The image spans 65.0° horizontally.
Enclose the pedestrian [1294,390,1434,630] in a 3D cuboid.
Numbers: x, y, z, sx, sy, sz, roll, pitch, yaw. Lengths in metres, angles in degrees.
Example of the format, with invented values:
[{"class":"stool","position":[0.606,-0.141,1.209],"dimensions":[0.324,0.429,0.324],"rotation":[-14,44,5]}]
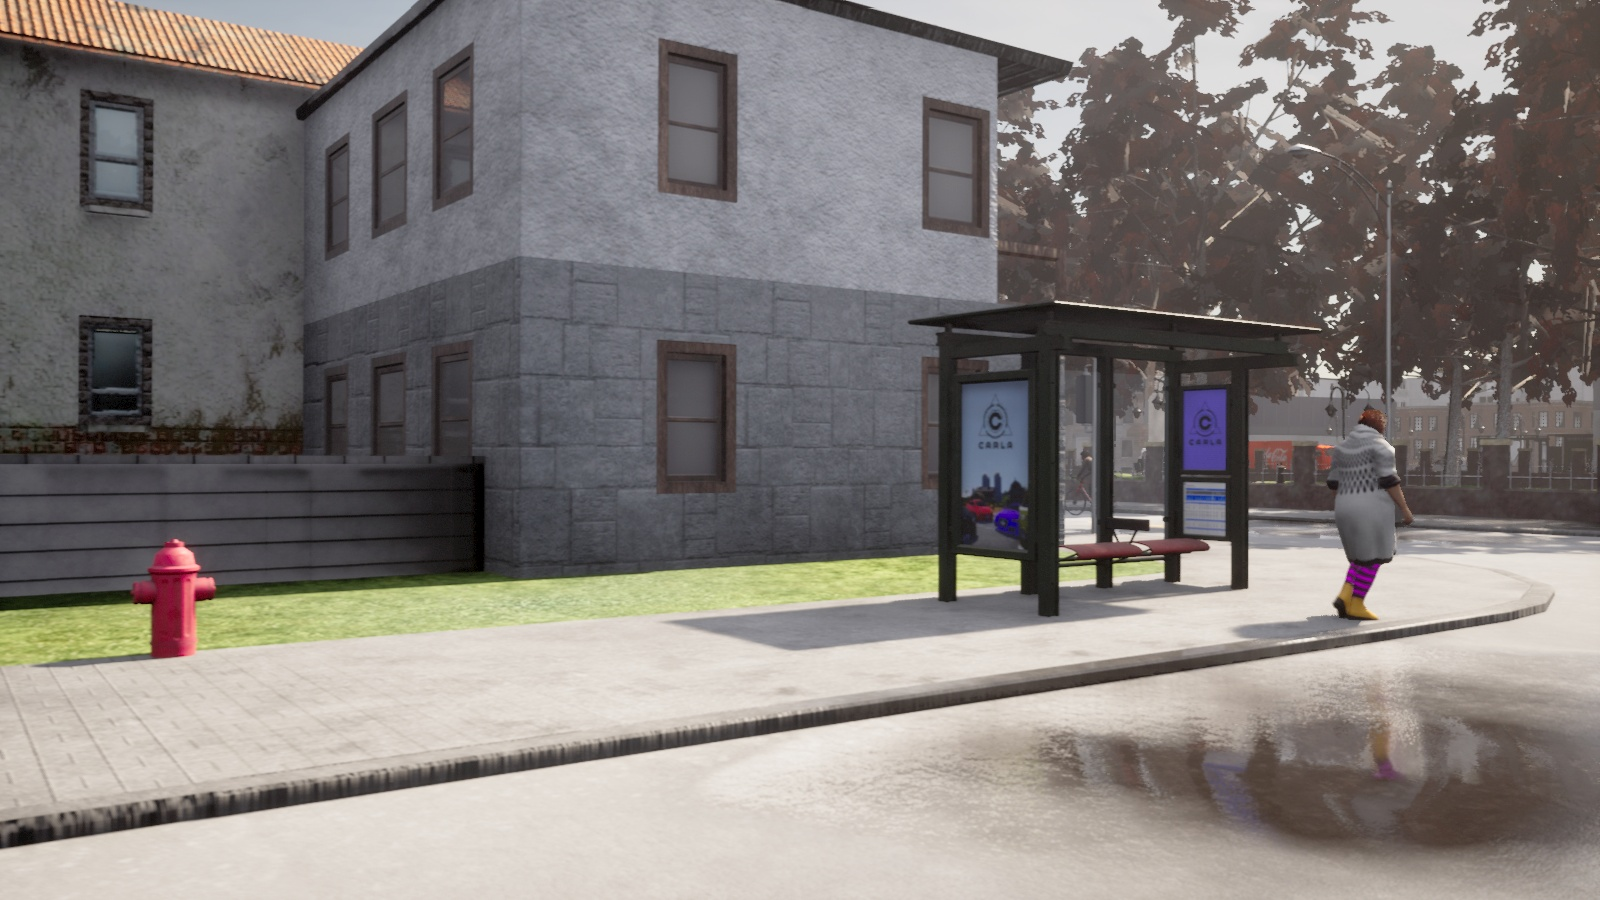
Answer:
[{"class":"pedestrian","position":[4.796,0.491,10.695],"dimensions":[0.873,1.952,0.659],"rotation":[0,0,-19]}]

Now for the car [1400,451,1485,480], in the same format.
[{"class":"car","position":[37.473,0.895,73.290],"dimensions":[1.851,1.617,3.988],"rotation":[0,0,-35]}]

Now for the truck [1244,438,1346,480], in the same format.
[{"class":"truck","position":[30.190,0.525,76.662],"dimensions":[2.627,2.467,5.204],"rotation":[0,0,-35]}]
